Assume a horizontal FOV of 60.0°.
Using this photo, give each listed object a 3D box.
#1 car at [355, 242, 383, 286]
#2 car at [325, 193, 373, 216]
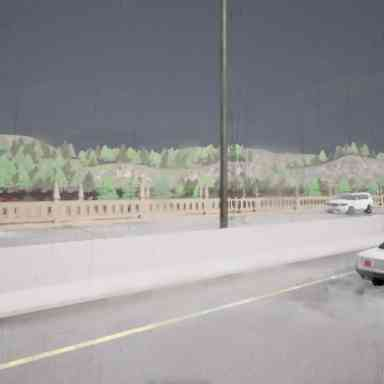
[{"bbox_3d":[6.027,1.567,8.049,4.718,1.301,1.895,0,0,-36],"label":"car"},{"bbox_3d":[15.217,1.111,32.010,5.566,2.045,2.150,0,0,-35],"label":"car"}]
